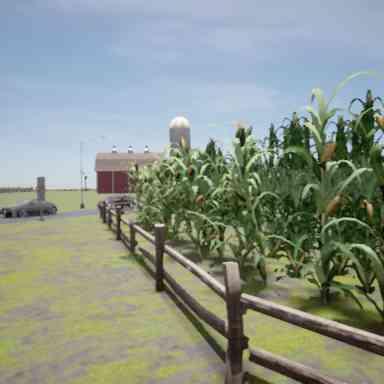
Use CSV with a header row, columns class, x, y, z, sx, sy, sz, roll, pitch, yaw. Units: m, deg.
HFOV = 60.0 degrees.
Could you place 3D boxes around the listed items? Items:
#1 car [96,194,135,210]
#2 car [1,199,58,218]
class,x,y,z,sx,sy,sz,roll,pitch,yaw
car,-8.139,1.048,35.829,1.837,1.490,4.892,-1,1,29
car,-13.221,1.280,27.202,1.994,1.385,4.181,-1,1,32
